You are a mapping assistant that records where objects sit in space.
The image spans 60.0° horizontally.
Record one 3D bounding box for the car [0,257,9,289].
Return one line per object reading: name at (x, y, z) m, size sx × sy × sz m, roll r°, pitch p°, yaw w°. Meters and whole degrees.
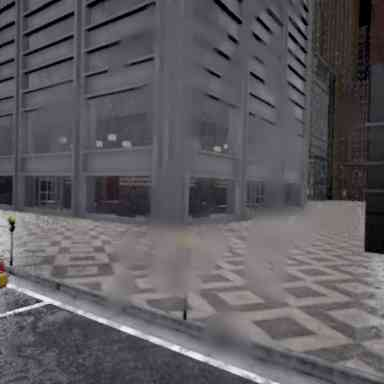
car at (-5.712, 1.308, 7.001) m, size 4.829 × 1.417 × 1.752 m, roll 2°, pitch 1°, yaw 35°
